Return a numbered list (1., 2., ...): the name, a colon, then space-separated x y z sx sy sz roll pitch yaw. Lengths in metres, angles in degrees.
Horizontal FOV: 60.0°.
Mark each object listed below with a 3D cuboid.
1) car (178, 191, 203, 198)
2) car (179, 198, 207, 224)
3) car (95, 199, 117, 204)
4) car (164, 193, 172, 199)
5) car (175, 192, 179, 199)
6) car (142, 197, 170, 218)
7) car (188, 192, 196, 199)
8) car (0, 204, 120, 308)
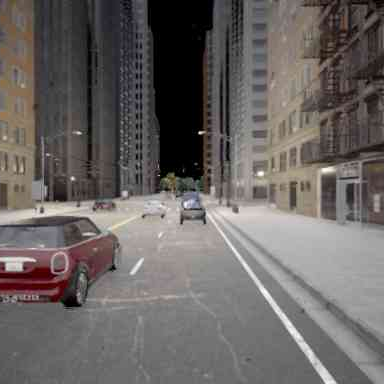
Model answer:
1. car: -0.013 1.134 35.701 2.150 2.045 5.566 0 1 0
2. car: 0.067 1.434 24.081 2.128 1.511 4.902 0 0 0
3. car: -9.818 1.485 37.522 1.994 1.385 4.181 0 0 0
4. car: -6.631 1.098 92.702 2.097 1.767 4.553 0 0 0
5. car: -3.375 0.879 89.146 2.150 2.045 5.566 0 0 0
6. car: -3.189 1.461 28.884 1.812 1.442 4.674 0 0 0
7. car: -0.126 1.020 89.507 2.097 1.767 4.553 0 0 0
8. car: -3.160 1.338 8.030 2.097 1.767 4.553 0 0 0
